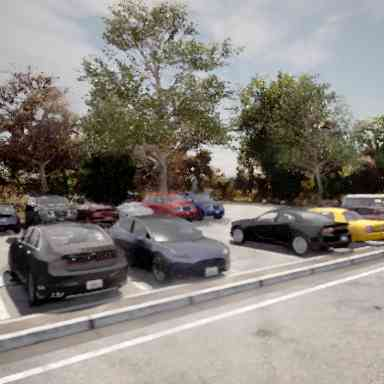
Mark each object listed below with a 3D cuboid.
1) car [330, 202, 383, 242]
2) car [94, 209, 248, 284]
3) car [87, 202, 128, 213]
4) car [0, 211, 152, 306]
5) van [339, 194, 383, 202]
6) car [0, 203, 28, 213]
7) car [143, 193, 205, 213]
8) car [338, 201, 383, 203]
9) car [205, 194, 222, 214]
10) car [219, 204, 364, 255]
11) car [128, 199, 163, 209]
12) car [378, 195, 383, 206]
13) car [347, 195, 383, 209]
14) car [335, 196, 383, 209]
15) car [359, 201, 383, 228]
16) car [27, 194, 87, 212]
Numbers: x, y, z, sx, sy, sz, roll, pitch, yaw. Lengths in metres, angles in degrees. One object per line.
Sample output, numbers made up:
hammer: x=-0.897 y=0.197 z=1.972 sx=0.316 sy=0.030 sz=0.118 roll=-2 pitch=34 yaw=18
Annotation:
car: x=5.782 y=1.377 z=14.845 sx=1.946 sy=1.575 sz=5.366 roll=0 pitch=0 yaw=-36
car: x=-0.926 y=1.461 z=9.771 sx=2.163 sy=1.488 sz=4.792 roll=0 pitch=0 yaw=-36
car: x=-6.435 y=1.416 z=21.945 sx=2.097 sy=1.535 sz=5.008 roll=0 pitch=0 yaw=-36
car: x=-3.215 y=1.453 z=8.161 sx=2.231 sy=1.521 sz=4.892 roll=-1 pitch=0 yaw=-36
van: x=10.513 y=1.128 z=17.865 sx=1.878 sy=1.987 sz=4.442 roll=0 pitch=0 yaw=-36
car: x=-10.982 y=1.484 z=18.728 sx=2.163 sy=1.488 sz=4.792 roll=-1 pitch=0 yaw=-36
car: x=-1.897 y=1.132 z=25.169 sx=2.435 sy=2.045 sz=5.566 roll=0 pitch=0 yaw=-36
car: x=8.151 y=1.396 z=16.351 sx=2.163 sy=1.488 sz=4.792 roll=0 pitch=0 yaw=-36
car: x=0.266 y=1.119 z=26.721 sx=2.435 sy=2.045 sz=5.566 roll=0 pitch=0 yaw=-36
car: x=3.617 y=1.395 z=13.058 sx=2.097 sy=1.535 sz=5.008 roll=0 pitch=0 yaw=-36
car: x=-4.274 y=1.439 z=23.497 sx=2.002 sy=1.452 sz=4.674 roll=0 pitch=0 yaw=-36
car: x=29.791 y=1.225 z=47.887 sx=2.163 sy=1.488 sz=4.792 roll=0 pitch=0 yaw=-36
car: x=23.114 y=1.232 z=42.908 sx=1.946 sy=1.575 sz=5.366 roll=0 pitch=0 yaw=-36
car: x=20.746 y=1.250 z=41.445 sx=2.231 sy=1.521 sz=4.892 roll=0 pitch=0 yaw=-36
car: x=12.742 y=1.369 z=19.570 sx=2.163 sy=1.488 sz=4.792 roll=0 pitch=0 yaw=-36
car: x=-8.688 y=1.183 z=20.302 sx=2.435 sy=2.045 sz=5.566 roll=-1 pitch=0 yaw=-36
